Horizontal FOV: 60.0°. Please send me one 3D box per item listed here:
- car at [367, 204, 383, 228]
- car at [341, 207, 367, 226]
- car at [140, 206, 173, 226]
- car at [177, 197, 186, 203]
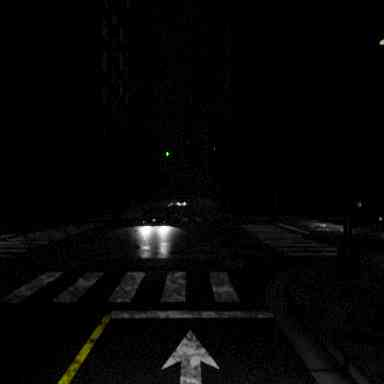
[{"bbox_3d":[14.062,1.255,20.034,5.566,2.045,2.150,0,-1,-2],"label":"car"},{"bbox_3d":[12.939,1.598,23.247,4.674,1.442,1.812,0,-1,1],"label":"car"},{"bbox_3d":[-2.528,1.699,24.468,1.994,1.385,4.181,0,0,2],"label":"car"},{"bbox_3d":[-2.437,1.861,77.031,2.128,1.511,4.902,0,0,0],"label":"car"}]
